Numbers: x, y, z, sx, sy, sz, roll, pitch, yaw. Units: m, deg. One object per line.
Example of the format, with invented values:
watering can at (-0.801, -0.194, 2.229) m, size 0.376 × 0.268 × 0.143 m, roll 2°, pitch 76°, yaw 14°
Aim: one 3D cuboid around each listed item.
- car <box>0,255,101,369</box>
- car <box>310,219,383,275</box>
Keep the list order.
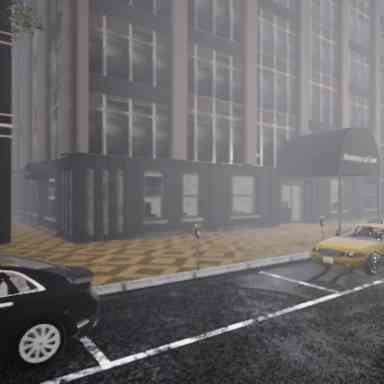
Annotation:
car at (-3.398, 1.548, 4.141) m, size 4.403 × 1.369 × 2.008 m, roll 0°, pitch 0°, yaw -35°
car at (5.752, 1.585, 10.645) m, size 4.829 × 1.417 × 1.752 m, roll 0°, pitch 0°, yaw -35°
